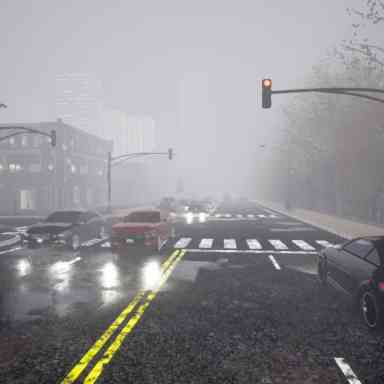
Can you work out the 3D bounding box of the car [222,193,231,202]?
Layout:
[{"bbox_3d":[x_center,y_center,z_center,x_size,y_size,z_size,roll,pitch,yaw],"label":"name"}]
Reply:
[{"bbox_3d":[8.345,1.194,79.706,2.150,2.045,5.566,0,0,6],"label":"car"}]

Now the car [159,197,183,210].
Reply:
[{"bbox_3d":[-2.681,1.342,38.622,2.097,1.767,4.553,0,0,7],"label":"car"}]

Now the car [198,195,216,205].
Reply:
[{"bbox_3d":[2.642,1.528,57.556,2.033,1.411,5.357,0,0,6],"label":"car"}]

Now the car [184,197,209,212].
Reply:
[{"bbox_3d":[0.608,1.589,38.634,1.895,1.301,4.718,0,0,6],"label":"car"}]

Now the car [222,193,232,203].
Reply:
[{"bbox_3d":[7.371,1.477,69.686,1.837,1.490,4.892,0,0,6],"label":"car"}]

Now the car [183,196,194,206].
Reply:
[{"bbox_3d":[-1.299,1.547,51.374,1.994,1.385,4.181,0,0,6],"label":"car"}]

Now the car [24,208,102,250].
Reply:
[{"bbox_3d":[-5.236,1.504,14.411,1.837,1.490,4.892,0,0,6],"label":"car"}]

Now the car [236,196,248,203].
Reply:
[{"bbox_3d":[10.562,1.466,68.865,2.128,1.511,4.902,0,0,6],"label":"car"}]

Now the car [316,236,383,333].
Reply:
[{"bbox_3d":[3.952,1.562,6.692,1.994,1.385,4.181,0,0,6],"label":"car"}]

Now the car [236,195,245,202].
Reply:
[{"bbox_3d":[11.527,1.521,78.909,1.994,1.385,4.181,0,0,6],"label":"car"}]

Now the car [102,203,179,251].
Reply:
[{"bbox_3d":[-1.970,1.475,14.383,1.882,1.535,5.008,0,0,6],"label":"car"}]
